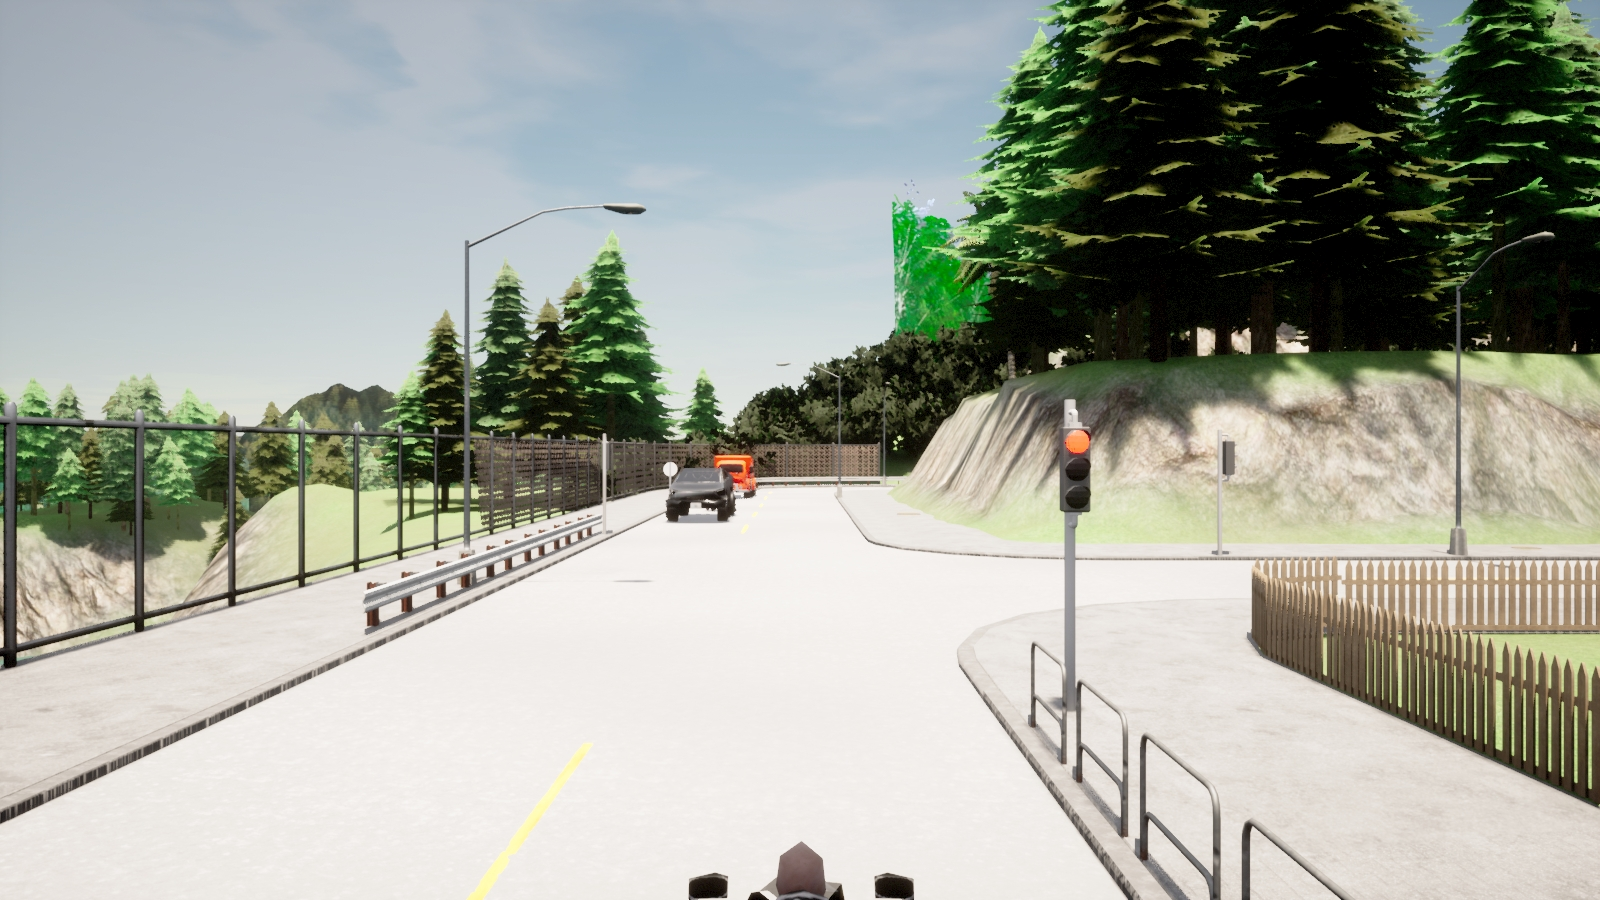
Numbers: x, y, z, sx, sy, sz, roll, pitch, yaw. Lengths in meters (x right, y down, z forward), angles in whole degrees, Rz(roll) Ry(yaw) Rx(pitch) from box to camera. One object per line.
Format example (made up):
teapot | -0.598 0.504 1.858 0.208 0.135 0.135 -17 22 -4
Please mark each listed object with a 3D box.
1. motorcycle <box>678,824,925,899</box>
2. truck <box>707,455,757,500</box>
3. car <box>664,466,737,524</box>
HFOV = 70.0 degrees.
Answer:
motorcycle | 0.004 2.205 3.723 0.867 1.251 2.209 0 0 0
truck | -3.938 1.563 67.277 2.627 2.467 5.204 0 0 0
car | -3.949 1.753 46.485 2.390 2.098 6.274 0 0 0
